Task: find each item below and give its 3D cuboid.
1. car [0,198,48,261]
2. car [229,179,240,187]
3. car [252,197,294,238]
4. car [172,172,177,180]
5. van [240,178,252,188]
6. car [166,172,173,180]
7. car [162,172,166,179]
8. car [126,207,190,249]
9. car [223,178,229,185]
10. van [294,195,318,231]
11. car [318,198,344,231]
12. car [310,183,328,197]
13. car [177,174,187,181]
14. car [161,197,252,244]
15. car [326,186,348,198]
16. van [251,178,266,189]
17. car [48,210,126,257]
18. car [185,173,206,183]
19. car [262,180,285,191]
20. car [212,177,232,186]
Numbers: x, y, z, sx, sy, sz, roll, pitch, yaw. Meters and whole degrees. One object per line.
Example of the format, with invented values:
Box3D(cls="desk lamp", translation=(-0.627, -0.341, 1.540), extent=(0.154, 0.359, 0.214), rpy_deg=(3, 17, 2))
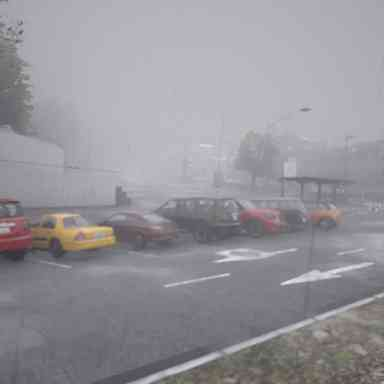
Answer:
Box3D(cls="car", translation=(-7.619, 1.240, 11.116), extent=(5.566, 2.045, 2.435), rpy_deg=(-1, -1, 35))
Box3D(cls="car", translation=(10.112, -1.749, 67.376), extent=(1.946, 1.575, 5.366), rpy_deg=(7, 3, 35))
Box3D(cls="car", translation=(2.246, 1.278, 18.036), extent=(5.566, 2.045, 2.435), rpy_deg=(-1, -1, 35))
Box3D(cls="car", translation=(-2.214, -3.788, 84.393), extent=(2.185, 1.767, 4.553), rpy_deg=(6, 3, 34))
Box3D(cls="van", translation=(11.687, -1.701, 64.646), extent=(1.878, 1.987, 4.442), rpy_deg=(7, 3, 35))
Box3D(cls="car", translation=(-3.944, -4.023, 86.863), extent=(2.185, 1.767, 4.553), rpy_deg=(4, 1, 33))
Box3D(cls="car", translation=(-5.716, -4.300, 89.211), extent=(2.435, 2.045, 5.566), rpy_deg=(1, -1, 34))
Box3D(cls="car", translation=(-2.694, 1.550, 14.572), extent=(4.674, 1.452, 2.002), rpy_deg=(-1, -1, 35))
Box3D(cls="car", translation=(8.280, -1.981, 69.697), extent=(2.002, 1.452, 4.674), rpy_deg=(7, 3, 35))
Box3D(cls="van", translation=(4.785, 1.312, 19.706), extent=(4.442, 1.987, 1.878), rpy_deg=(-1, -1, 35))
Box3D(cls="car", translation=(7.193, 1.423, 21.457), extent=(4.553, 1.767, 2.185), rpy_deg=(-1, -1, 35))
Box3D(cls="car", translation=(20.388, -0.363, 52.427), extent=(2.435, 2.045, 5.566), rpy_deg=(7, 3, 35))
Box3D(cls="car", translation=(-0.419, -3.636, 81.928), extent=(2.435, 2.045, 5.566), rpy_deg=(7, 3, 34))
Box3D(cls="car", translation=(-0.267, 1.269, 16.330), extent=(5.566, 2.045, 2.435), rpy_deg=(-1, -1, 35))
Box3D(cls="car", translation=(22.078, 0.200, 49.955), extent=(2.002, 1.452, 4.674), rpy_deg=(7, 3, 35))
Box3D(cls="van", translation=(13.416, -1.428, 62.174), extent=(1.878, 1.987, 4.442), rpy_deg=(7, 4, 35))
Box3D(cls="car", translation=(-5.300, 1.500, 12.944), extent=(5.366, 1.575, 1.946), rpy_deg=(-1, -1, 35))
Box3D(cls="car", translation=(1.432, -3.113, 79.668), extent=(1.946, 1.575, 5.366), rpy_deg=(7, 3, 34))
Box3D(cls="car", translation=(15.176, -0.929, 59.812), extent=(2.231, 1.521, 4.892), rpy_deg=(7, 3, 35))
Box3D(cls="car", translation=(6.538, -2.254, 72.159), extent=(2.002, 1.452, 4.674), rpy_deg=(7, 3, 35))
